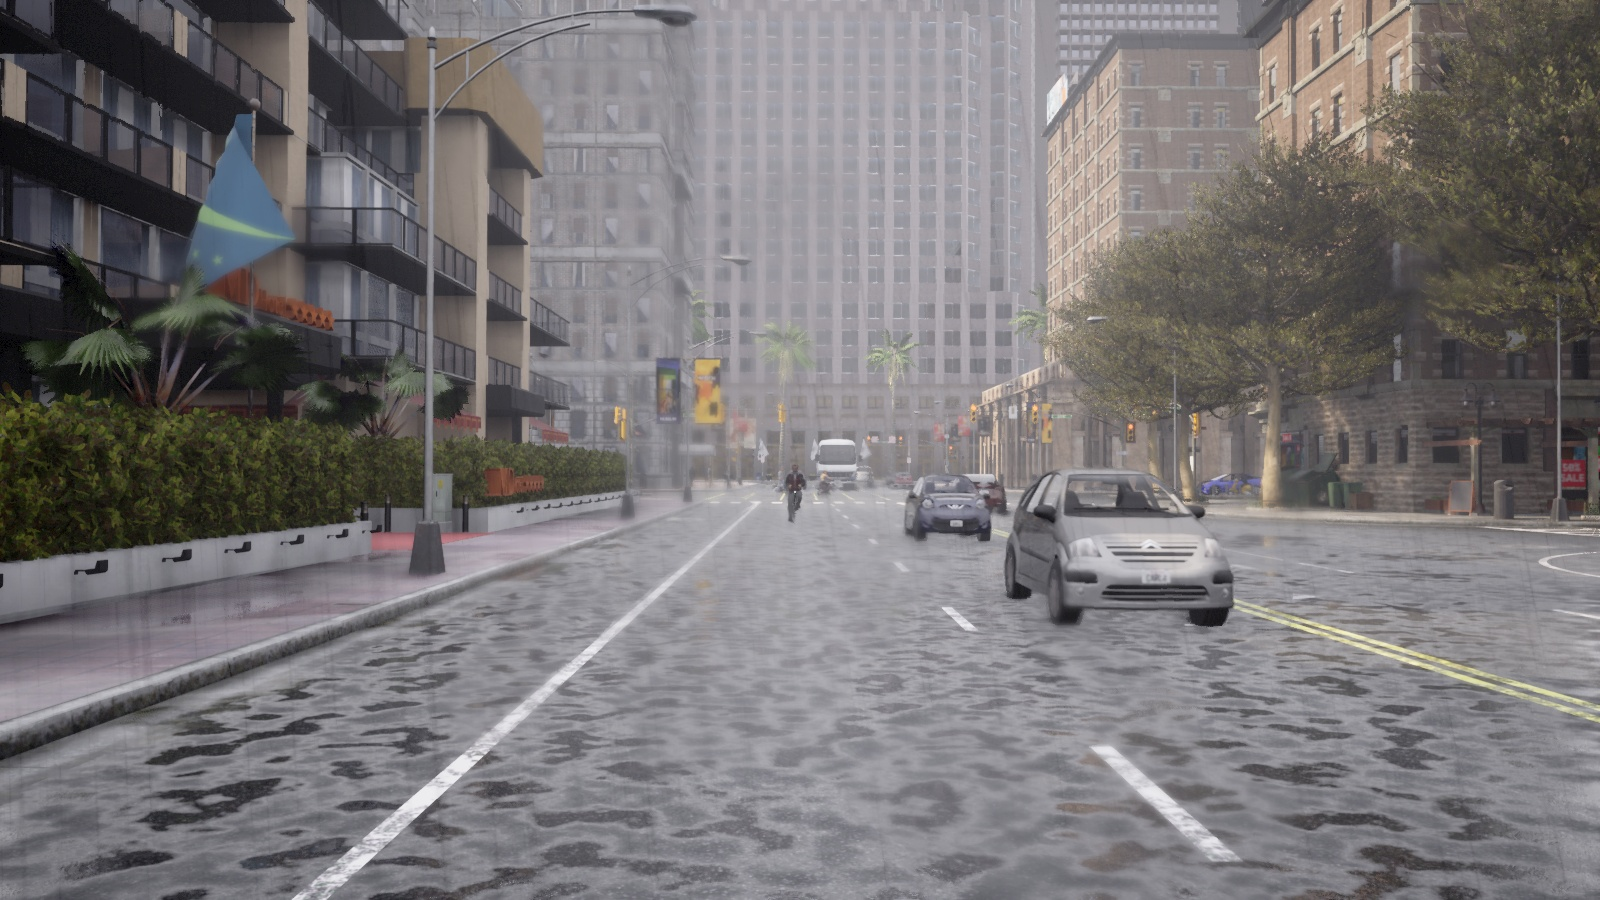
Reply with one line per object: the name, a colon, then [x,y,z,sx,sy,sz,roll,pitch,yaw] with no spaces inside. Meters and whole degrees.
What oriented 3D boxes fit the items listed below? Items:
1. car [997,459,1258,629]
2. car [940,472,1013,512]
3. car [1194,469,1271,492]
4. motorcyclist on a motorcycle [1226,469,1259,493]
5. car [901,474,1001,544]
car: [3.446,0.934,14.025,1.851,1.617,3.988,0,-1,0]
car: [6.819,1.608,48.996,2.163,1.488,4.792,0,-1,0]
car: [29.324,2.072,85.222,4.514,1.525,2.007,0,-1,1]
motorcyclist on a motorcycle: [28.779,2.022,81.705,1.817,1.590,0.866,0,-1,1]
car: [3.393,1.299,28.900,1.845,1.501,3.633,0,-1,0]
